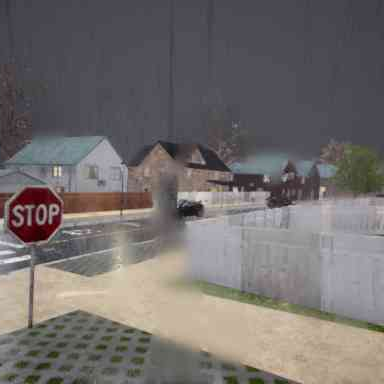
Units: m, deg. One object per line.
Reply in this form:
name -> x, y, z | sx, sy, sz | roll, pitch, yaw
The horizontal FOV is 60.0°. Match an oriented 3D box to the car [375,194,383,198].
car -> 40.396, 1.202, 70.758 | 4.674, 1.442, 1.812 | 0, 3, -43

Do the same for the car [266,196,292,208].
car -> 11.294, 1.289, 42.795 | 1.837, 1.490, 4.892 | 4, 2, 38

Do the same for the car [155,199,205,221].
car -> -0.819, 1.292, 25.451 | 2.128, 1.511, 4.902 | 4, 2, 32
